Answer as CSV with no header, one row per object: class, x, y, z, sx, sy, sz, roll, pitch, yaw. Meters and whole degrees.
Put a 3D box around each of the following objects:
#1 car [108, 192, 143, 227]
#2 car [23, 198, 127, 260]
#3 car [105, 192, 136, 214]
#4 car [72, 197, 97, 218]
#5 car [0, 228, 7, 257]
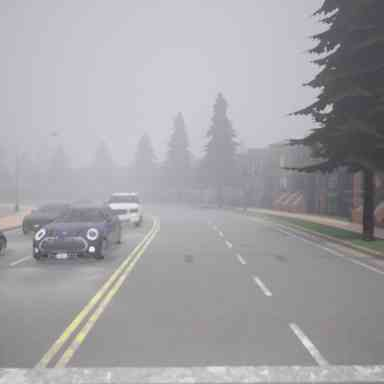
car,-4.344,1.066,21.554,2.150,2.045,5.566,0,0,-6
car,-3.876,1.267,11.986,2.097,1.767,4.553,0,0,-2
car,-7.295,0.982,33.643,2.150,2.045,5.566,0,0,-22
car,-9.471,1.272,29.287,1.882,1.535,5.008,0,1,-19
car,-7.317,1.501,9.744,1.994,1.385,4.181,0,0,-1
